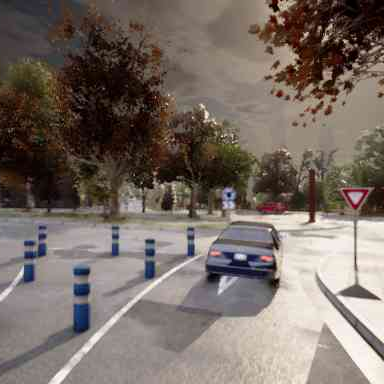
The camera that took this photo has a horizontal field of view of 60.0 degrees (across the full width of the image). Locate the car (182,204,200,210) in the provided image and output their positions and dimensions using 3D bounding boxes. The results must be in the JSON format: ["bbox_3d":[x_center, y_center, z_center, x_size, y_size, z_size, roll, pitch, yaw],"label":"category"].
[{"bbox_3d":[-0.286,3.753,83.932,2.097,1.767,4.553,0,-4,-13],"label":"car"}]

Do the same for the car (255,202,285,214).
[{"bbox_3d":[14.523,2.954,61.821,5.566,2.045,2.150,0,0,44],"label":"car"}]

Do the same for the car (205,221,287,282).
[{"bbox_3d":[1.789,1.602,9.990,2.033,1.411,5.357,3,-1,16],"label":"car"}]
